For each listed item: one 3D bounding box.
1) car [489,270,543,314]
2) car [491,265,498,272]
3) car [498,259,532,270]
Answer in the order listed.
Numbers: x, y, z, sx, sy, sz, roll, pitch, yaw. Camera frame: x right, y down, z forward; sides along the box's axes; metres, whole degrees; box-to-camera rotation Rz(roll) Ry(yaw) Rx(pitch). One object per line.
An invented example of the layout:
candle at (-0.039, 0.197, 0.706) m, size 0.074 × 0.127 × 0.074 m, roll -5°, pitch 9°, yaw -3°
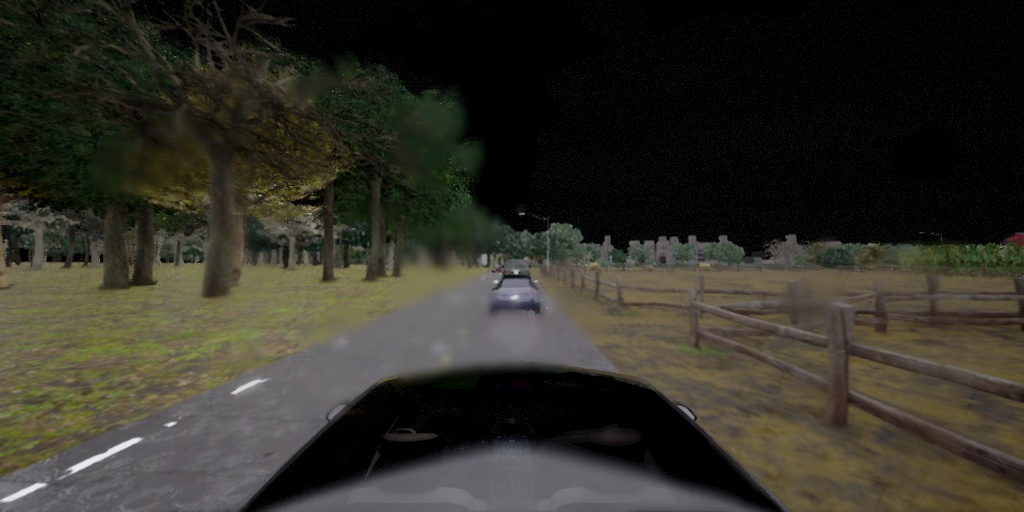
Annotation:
car at (0.182, 1.460, 14.517) m, size 1.994 × 1.385 × 4.181 m, roll 0°, pitch -1°, yaw 1°
car at (-2.116, 2.042, 56.111) m, size 1.994 × 1.385 × 4.181 m, roll 0°, pitch -1°, yaw 1°
car at (0.348, 1.289, 28.185) m, size 2.150 × 2.045 × 5.566 m, roll 0°, pitch 0°, yaw 1°
